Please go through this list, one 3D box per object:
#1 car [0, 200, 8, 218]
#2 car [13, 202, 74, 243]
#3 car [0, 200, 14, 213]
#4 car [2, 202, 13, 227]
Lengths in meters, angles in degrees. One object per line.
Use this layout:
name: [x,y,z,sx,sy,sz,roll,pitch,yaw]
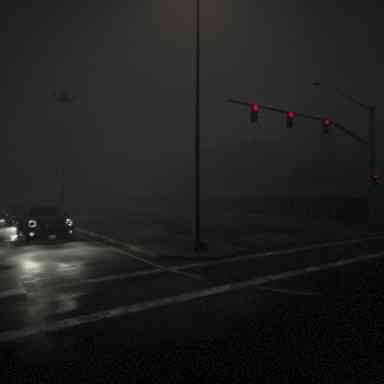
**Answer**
car: [-17.315,1.662,31.646,2.033,1.411,5.357,1,0,-33]
car: [-7.455,1.423,16.751,2.097,1.767,4.553,1,0,-33]
car: [-22.803,1.704,40.049,1.994,1.385,4.181,1,0,-33]
car: [-12.211,1.656,23.935,1.994,1.385,4.181,1,0,-33]
